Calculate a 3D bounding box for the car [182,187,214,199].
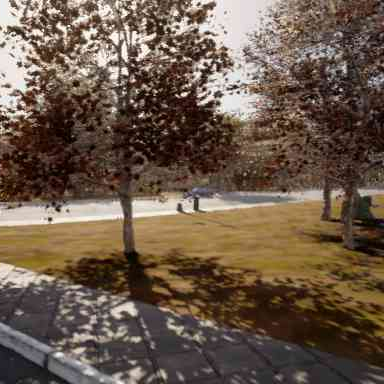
[{"bbox_3d":[0.848,0.084,44.734,4.674,1.442,1.812,-3,3,-31],"label":"car"}]
